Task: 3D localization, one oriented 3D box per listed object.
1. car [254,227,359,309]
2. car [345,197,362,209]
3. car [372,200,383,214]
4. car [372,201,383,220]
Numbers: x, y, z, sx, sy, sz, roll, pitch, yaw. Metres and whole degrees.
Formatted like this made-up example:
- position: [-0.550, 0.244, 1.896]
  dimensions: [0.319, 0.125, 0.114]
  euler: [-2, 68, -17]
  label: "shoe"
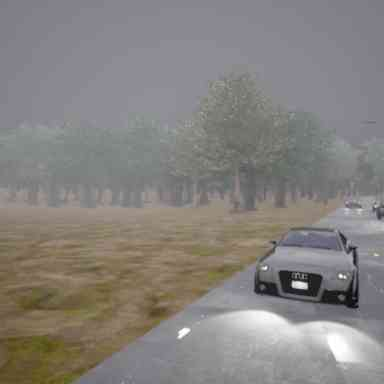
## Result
- position: [2.917, 1.569, 8.016]
  dimensions: [1.994, 1.385, 4.181]
  euler: [0, 0, 27]
  label: "car"
- position: [22.502, 1.420, 46.304]
  dimensions: [2.097, 1.767, 4.553]
  euler: [0, 0, 27]
  label: "car"
- position: [21.515, 1.654, 37.682]
  dimensions: [1.895, 1.301, 4.718]
  euler: [0, 0, 28]
  label: "car"
- position: [16.679, 1.523, 28.134]
  dimensions: [2.128, 1.511, 4.902]
  euler: [0, 0, 27]
  label: "car"
